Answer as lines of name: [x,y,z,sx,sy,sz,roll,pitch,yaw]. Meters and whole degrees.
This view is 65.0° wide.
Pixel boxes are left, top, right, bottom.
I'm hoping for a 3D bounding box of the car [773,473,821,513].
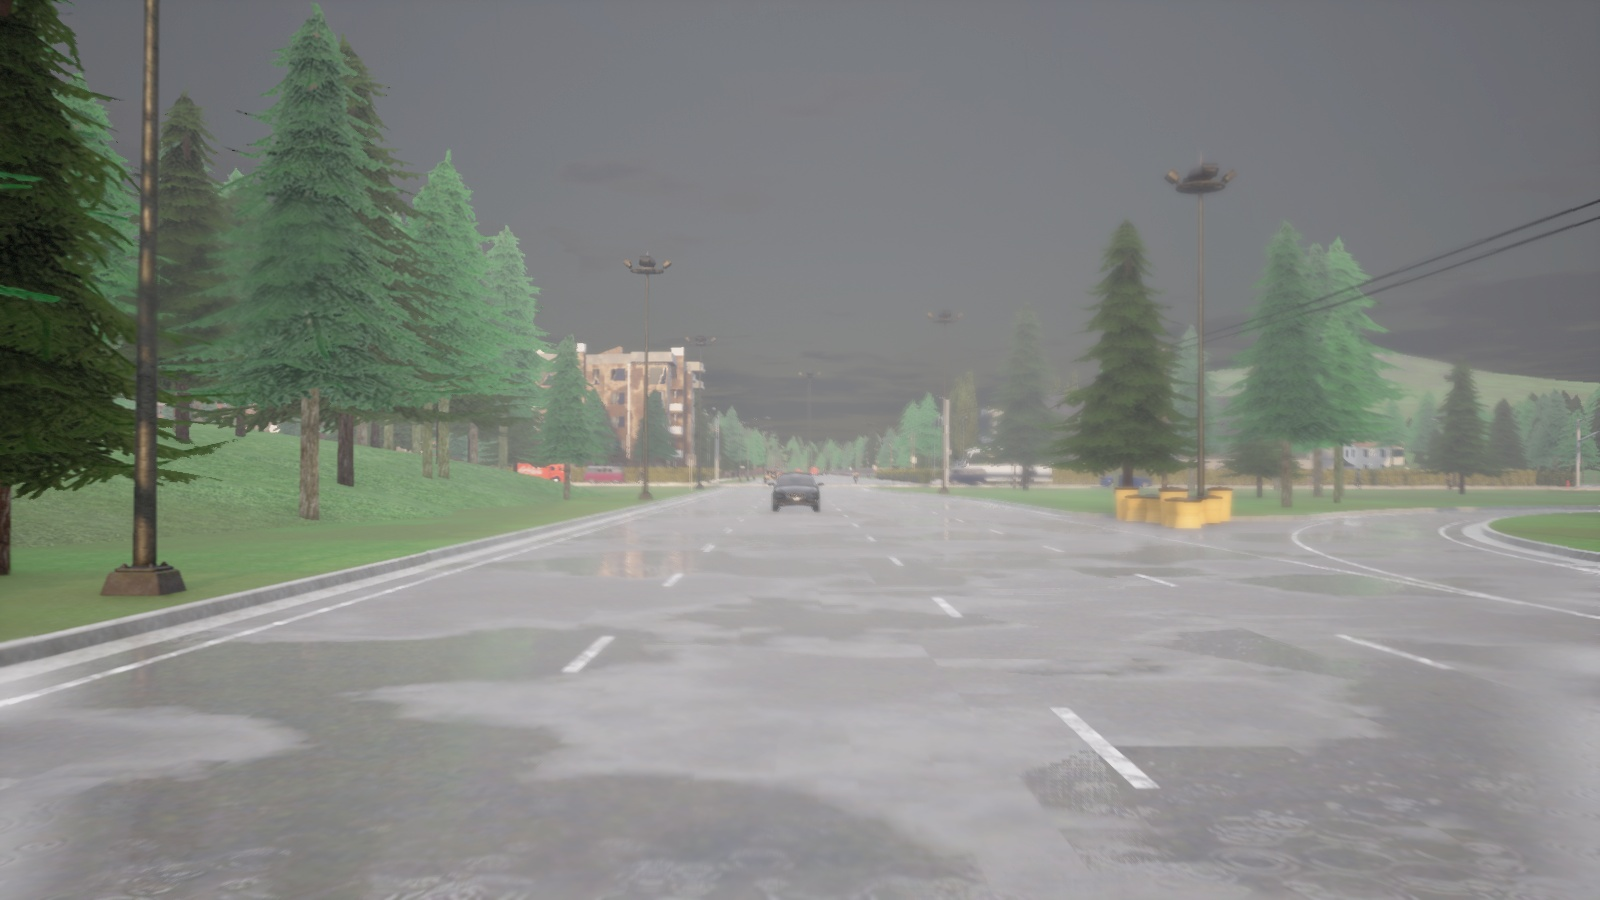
car: [-0.118,1.684,49.900,1.837,1.490,4.892,0,-1,0]
